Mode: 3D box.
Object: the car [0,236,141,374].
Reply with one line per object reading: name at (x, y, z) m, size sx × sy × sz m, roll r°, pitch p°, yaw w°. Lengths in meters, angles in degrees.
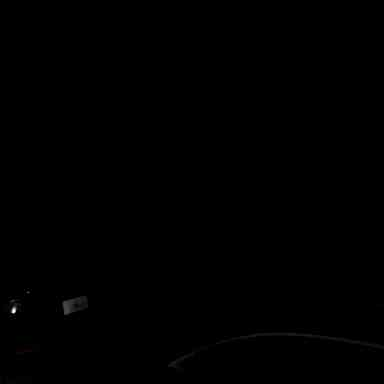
car at (-3.412, 1.511, 5.684) m, size 4.792 × 1.488 × 2.163 m, roll 0°, pitch 0°, yaw 35°
